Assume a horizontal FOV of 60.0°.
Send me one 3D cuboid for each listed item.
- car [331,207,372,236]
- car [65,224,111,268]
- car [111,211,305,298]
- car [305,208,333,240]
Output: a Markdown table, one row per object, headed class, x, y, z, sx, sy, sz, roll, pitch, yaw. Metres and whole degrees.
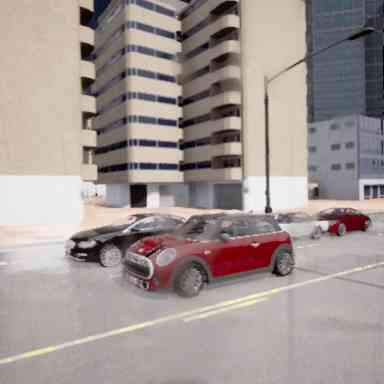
| class | x | y | z | sx | sy | sz | roll | pitch | yaw |
| --- | --- | --- | --- | --- | --- | --- | --- | --- | --- |
| car | 8.016 | 1.546 | 18.272 | 4.181 | 1.385 | 1.994 | 0 | 0 | -35 |
| car | -1.702 | 1.488 | 11.374 | 4.902 | 1.511 | 2.128 | 0 | 0 | -36 |
| car | 0.544 | 1.347 | 8.638 | 4.553 | 1.767 | 2.097 | 0 | 0 | -35 |
| car | 4.228 | 1.592 | 15.494 | 4.718 | 1.301 | 1.895 | 0 | 0 | -36 |
